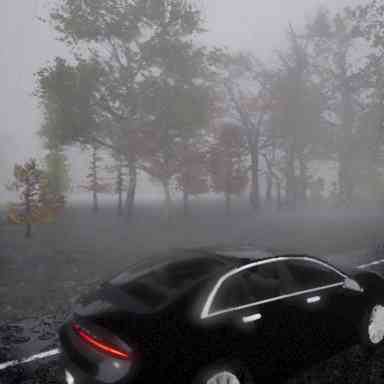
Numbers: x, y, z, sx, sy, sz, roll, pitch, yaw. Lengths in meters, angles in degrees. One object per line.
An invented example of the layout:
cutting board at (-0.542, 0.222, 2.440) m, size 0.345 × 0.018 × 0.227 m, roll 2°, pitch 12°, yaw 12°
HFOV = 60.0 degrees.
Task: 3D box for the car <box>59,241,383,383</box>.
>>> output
car at (0.844, 1.440, 4.475) m, size 4.892 × 1.490 × 1.837 m, roll -1°, pitch 1°, yaw -35°
